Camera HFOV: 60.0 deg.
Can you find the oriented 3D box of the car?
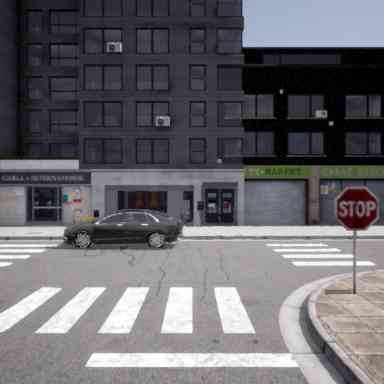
[{"bbox_3d":[-2.770,1.501,13.829,4.892,1.490,1.837,0,0,0],"label":"car"}]
